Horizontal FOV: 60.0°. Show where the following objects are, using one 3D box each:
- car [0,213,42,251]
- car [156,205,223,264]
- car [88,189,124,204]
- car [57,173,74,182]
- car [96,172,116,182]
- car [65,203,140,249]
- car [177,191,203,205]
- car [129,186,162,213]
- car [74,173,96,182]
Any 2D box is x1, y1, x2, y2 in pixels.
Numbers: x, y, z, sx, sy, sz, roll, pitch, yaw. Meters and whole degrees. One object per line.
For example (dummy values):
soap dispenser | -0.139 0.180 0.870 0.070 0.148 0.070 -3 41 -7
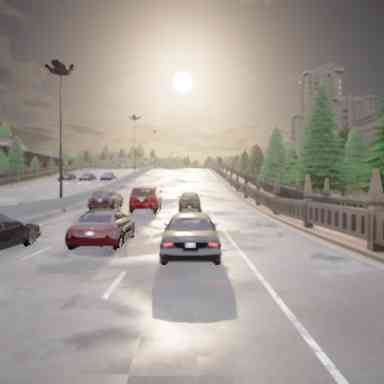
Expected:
car | -7.040 1.392 11.133 2.033 1.411 5.357 0 1 0
car | -0.040 1.392 11.150 2.033 1.411 5.357 0 1 0
car | -7.187 0.555 28.053 2.097 1.767 4.553 0 4 0
car | -21.561 -2.628 57.551 2.033 1.411 5.357 0 7 0
car | -14.578 -2.696 57.592 1.882 1.535 5.008 0 7 0
car | -3.538 1.375 13.517 1.994 1.385 4.181 0 1 0
car | -0.188 0.708 28.141 1.837 1.490 4.892 0 4 0
car | -3.689 0.506 26.908 2.150 2.045 5.566 0 4 0
car | -18.064 -2.628 57.580 2.033 1.411 5.357 0 7 0
